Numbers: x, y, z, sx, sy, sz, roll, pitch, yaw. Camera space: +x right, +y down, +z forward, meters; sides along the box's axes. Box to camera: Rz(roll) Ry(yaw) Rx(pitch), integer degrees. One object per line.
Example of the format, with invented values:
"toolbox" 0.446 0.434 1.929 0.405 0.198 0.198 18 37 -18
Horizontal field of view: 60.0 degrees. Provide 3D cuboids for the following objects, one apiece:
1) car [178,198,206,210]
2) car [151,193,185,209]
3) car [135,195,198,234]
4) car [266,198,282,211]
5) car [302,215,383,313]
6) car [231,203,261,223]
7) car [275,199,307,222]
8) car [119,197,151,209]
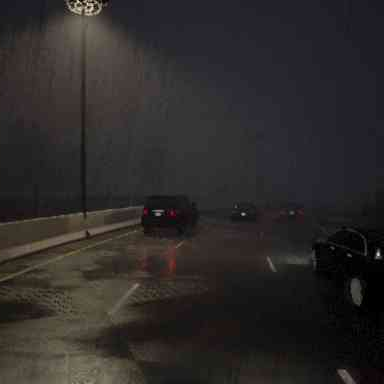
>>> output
"car" 0.050 1.491 44.085 1.812 1.442 4.674 0 0 26
"car" -3.205 1.174 45.486 2.150 2.045 5.566 0 0 26
"car" -1.126 1.203 19.200 2.150 2.045 5.566 0 0 12
"car" 10.522 1.492 41.132 2.128 1.511 4.902 0 0 27
"car" 4.125 1.512 7.576 1.837 1.490 4.892 0 0 5
"car" 4.213 1.556 25.617 1.994 1.385 4.181 0 0 16
"car" 7.984 1.552 26.255 2.033 1.411 5.357 0 0 18
"car" -7.531 1.446 44.409 1.837 1.490 4.892 0 0 25
